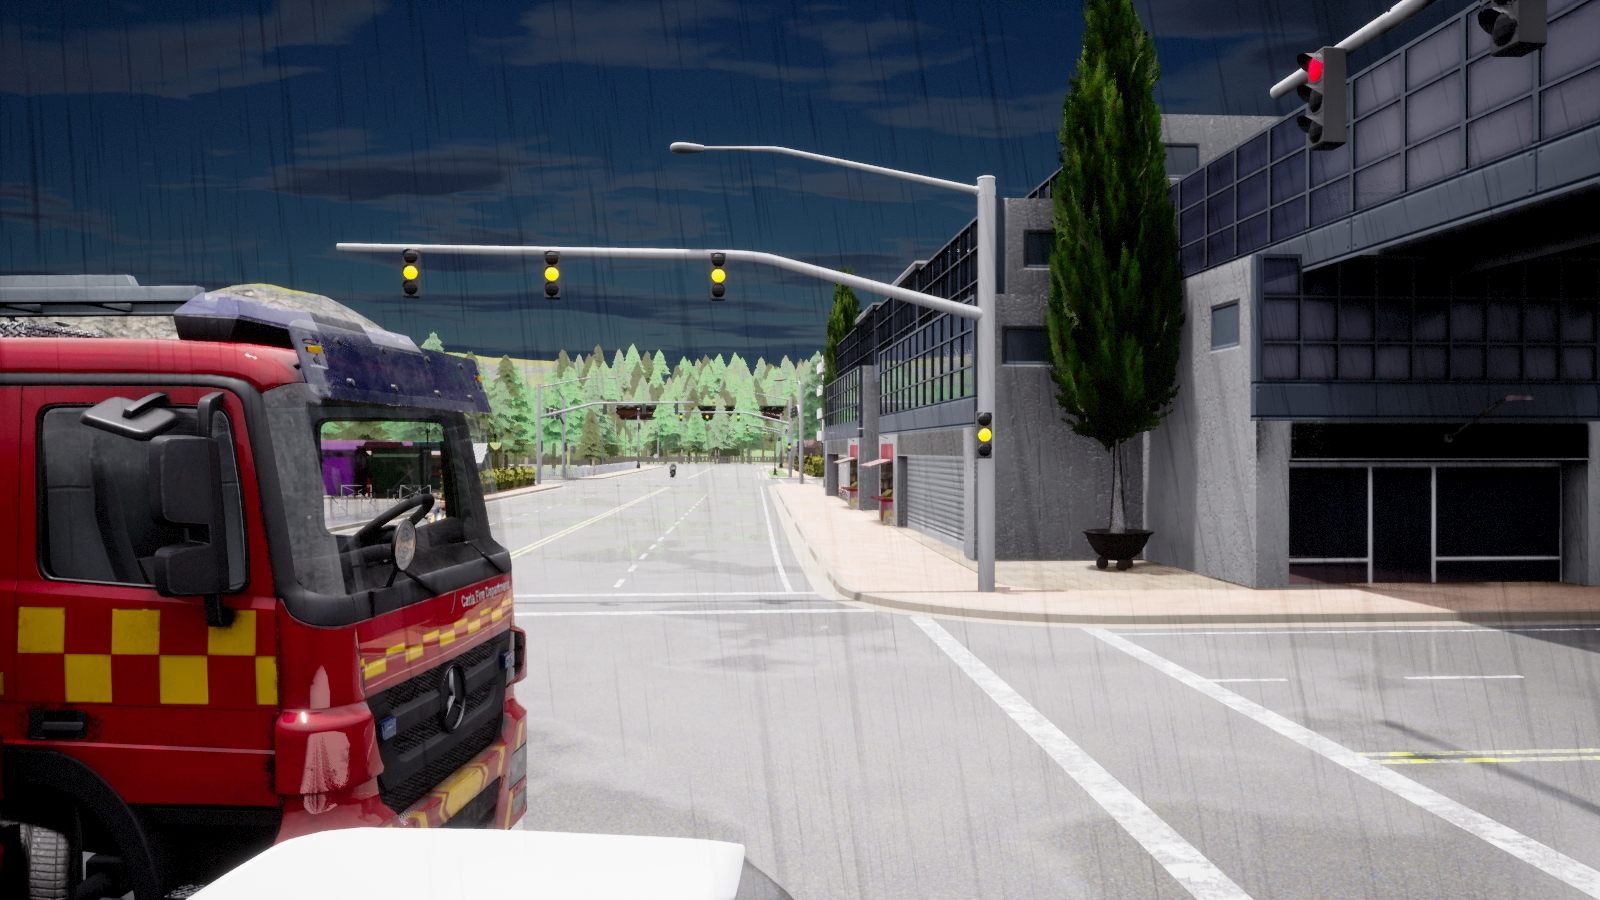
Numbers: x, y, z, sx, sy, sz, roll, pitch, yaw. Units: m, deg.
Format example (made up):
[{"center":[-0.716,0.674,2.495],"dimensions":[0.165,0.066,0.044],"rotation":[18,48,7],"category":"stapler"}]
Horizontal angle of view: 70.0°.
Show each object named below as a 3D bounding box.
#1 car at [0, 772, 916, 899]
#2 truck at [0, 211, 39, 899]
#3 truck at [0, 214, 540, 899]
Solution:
[{"center":[-1.549,2.065,3.579],"dimensions":[3.806,1.475,1.970],"rotation":[0,0,5],"category":"car"},{"center":[-7.587,0.890,3.490],"dimensions":[8.468,3.827,2.891],"rotation":[0,0,-3],"category":"truck"},{"center":[-6.102,0.890,6.659],"dimensions":[8.468,3.827,2.891],"rotation":[0,0,4],"category":"truck"}]
